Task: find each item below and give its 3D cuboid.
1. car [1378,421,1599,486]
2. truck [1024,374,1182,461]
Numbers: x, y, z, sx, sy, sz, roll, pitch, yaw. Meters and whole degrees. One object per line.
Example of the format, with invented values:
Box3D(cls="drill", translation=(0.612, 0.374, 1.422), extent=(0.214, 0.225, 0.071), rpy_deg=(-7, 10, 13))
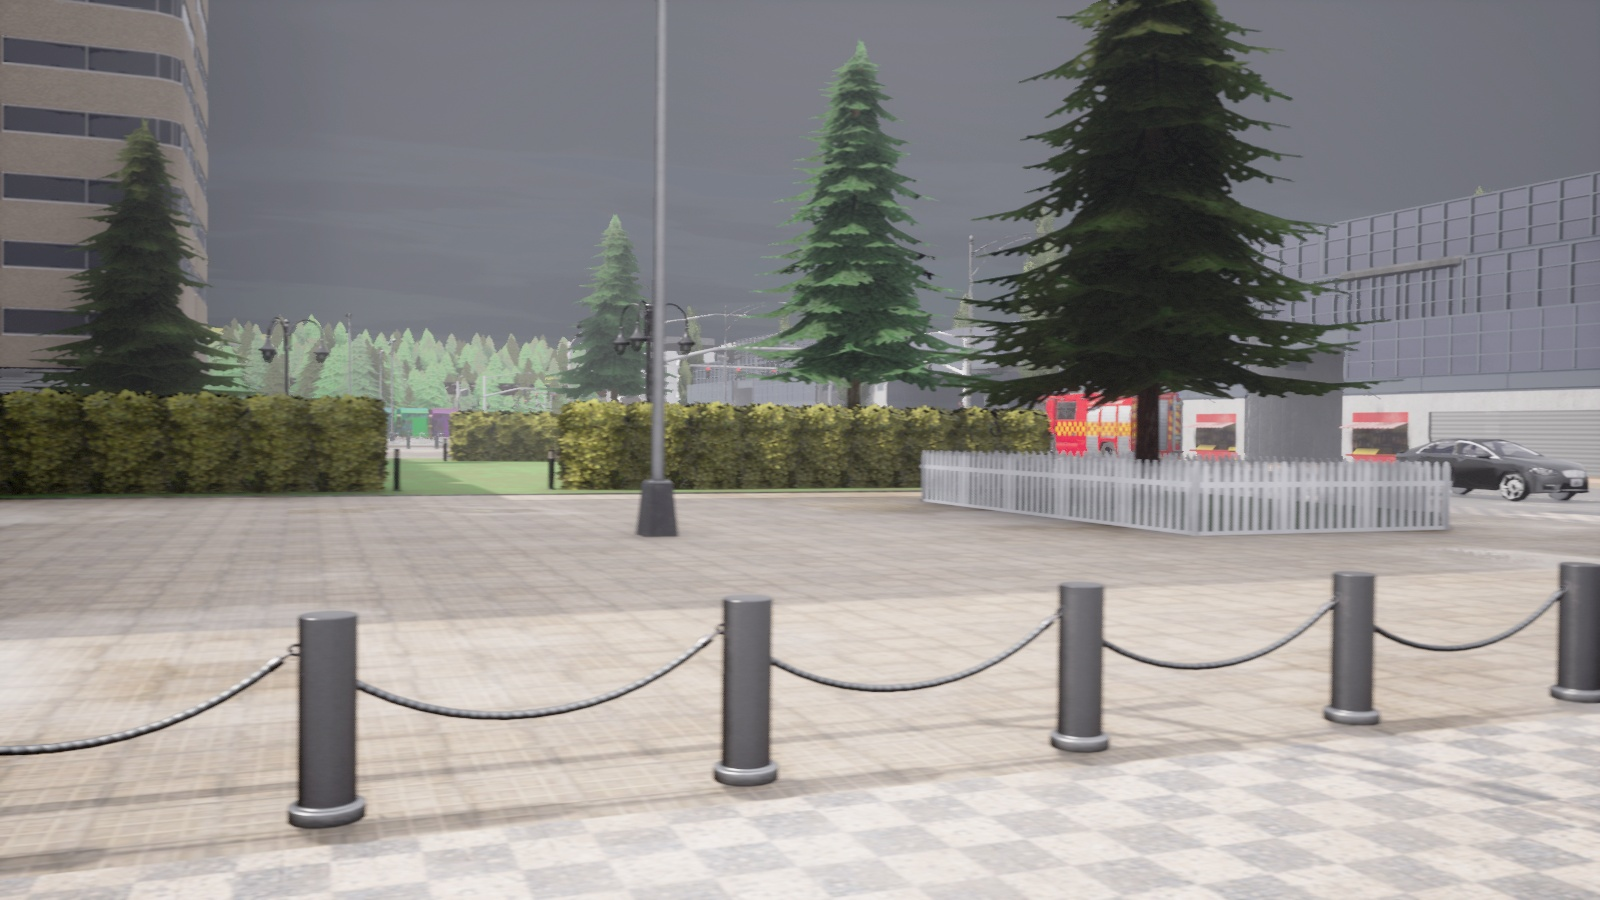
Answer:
Box3D(cls="car", translation=(17.409, 0.047, 31.803), extent=(2.128, 1.511, 4.902), rpy_deg=(-1, 1, -21))
Box3D(cls="truck", translation=(14.115, -1.488, 59.316), extent=(2.891, 3.827, 8.468), rpy_deg=(-1, 1, -21))
